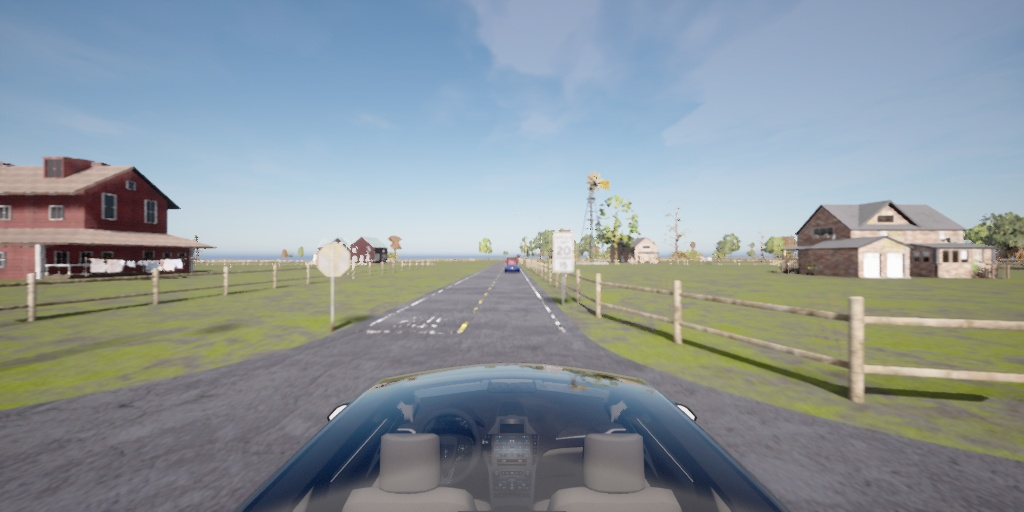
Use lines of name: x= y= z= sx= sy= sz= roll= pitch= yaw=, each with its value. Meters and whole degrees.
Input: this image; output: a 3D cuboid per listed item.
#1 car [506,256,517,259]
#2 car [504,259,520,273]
car: x=-0.033 y=1.076 z=55.164 sx=2.150 sy=2.045 sz=5.566 roll=0 pitch=0 yaw=0
car: x=0.025 y=1.401 z=45.214 sx=1.994 sy=1.385 sz=4.181 roll=0 pitch=0 yaw=1
